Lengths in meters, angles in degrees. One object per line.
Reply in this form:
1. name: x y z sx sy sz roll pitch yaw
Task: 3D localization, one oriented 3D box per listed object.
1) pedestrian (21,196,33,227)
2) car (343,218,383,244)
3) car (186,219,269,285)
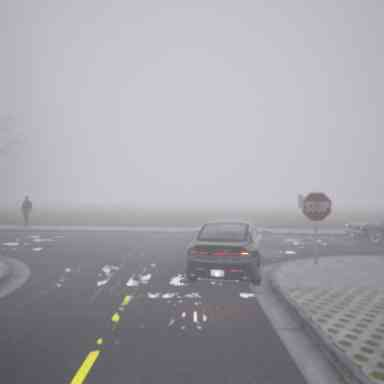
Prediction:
1. pedestrian: -9.724 1.114 19.513 0.375 1.860 0.375 0 -1 0
2. car: 10.270 1.854 16.758 4.718 1.301 1.895 1 0 -1
3. car: 1.165 1.571 9.776 1.837 1.490 4.892 0 0 14
